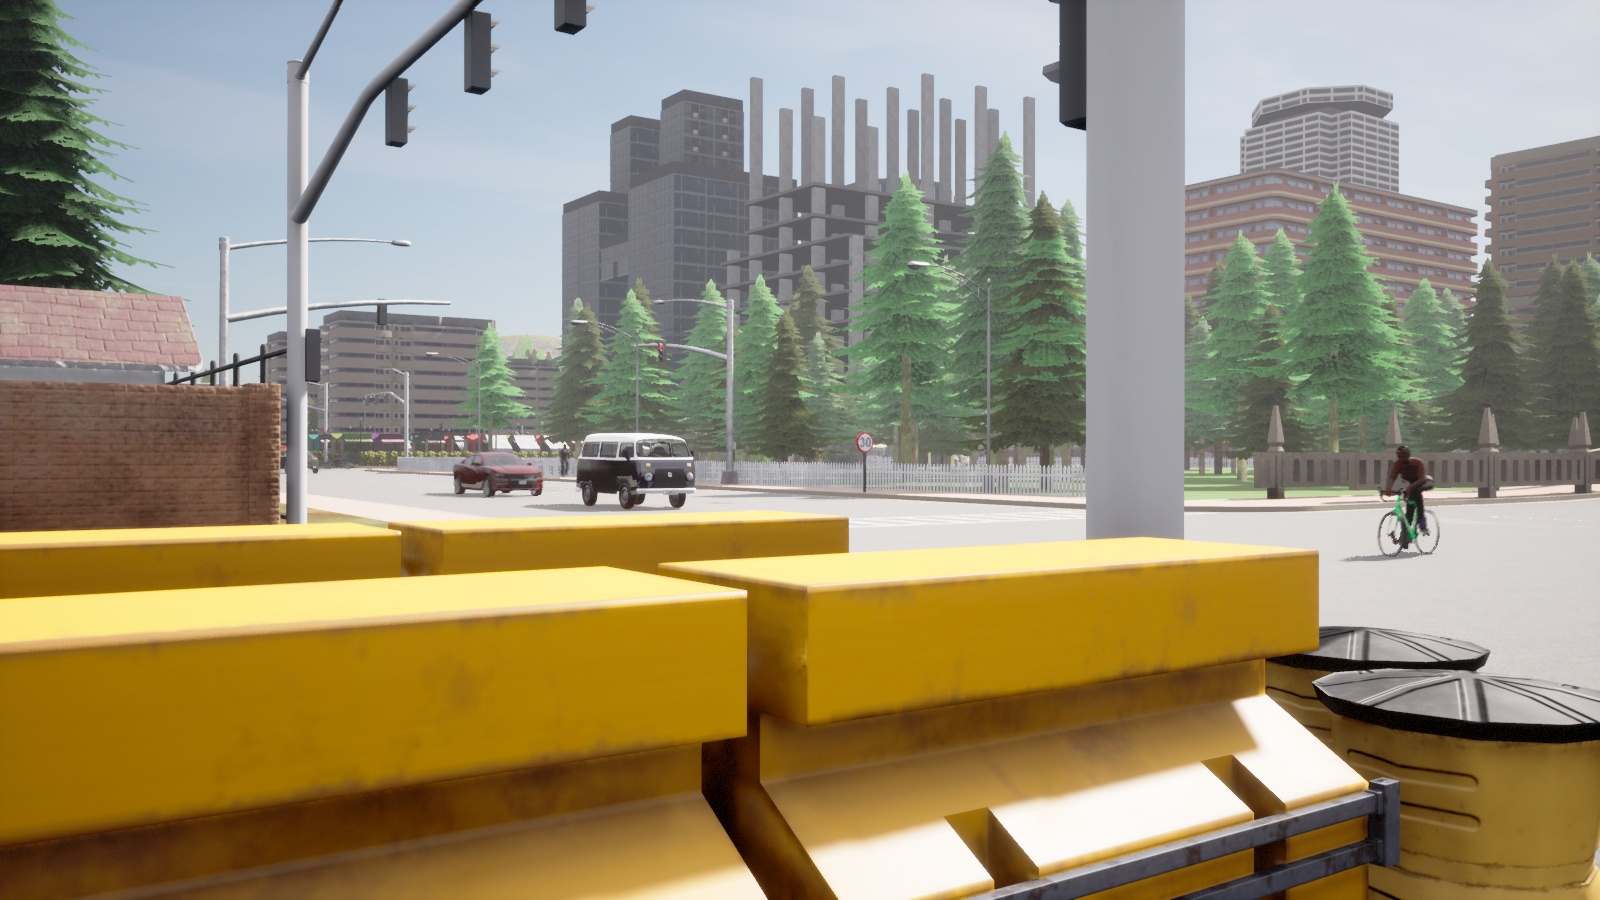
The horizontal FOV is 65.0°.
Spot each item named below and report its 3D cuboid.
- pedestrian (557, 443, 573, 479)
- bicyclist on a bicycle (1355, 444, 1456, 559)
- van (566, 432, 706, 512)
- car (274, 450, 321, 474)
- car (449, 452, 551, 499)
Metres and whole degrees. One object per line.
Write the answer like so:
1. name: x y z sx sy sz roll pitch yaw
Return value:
1. pedestrian: -12.493 0.593 66.806 0.563 1.883 0.849 0 0 -33
2. bicyclist on a bicycle: 8.869 0.724 18.359 1.656 1.620 0.582 0 0 -35
3. van: -4.568 0.562 34.452 2.069 2.038 4.480 0 0 -33
4. car: -35.247 0.813 88.001 2.152 1.651 5.027 0 0 -33
5. car: -10.469 0.851 43.517 1.882 1.535 5.008 0 0 -33
